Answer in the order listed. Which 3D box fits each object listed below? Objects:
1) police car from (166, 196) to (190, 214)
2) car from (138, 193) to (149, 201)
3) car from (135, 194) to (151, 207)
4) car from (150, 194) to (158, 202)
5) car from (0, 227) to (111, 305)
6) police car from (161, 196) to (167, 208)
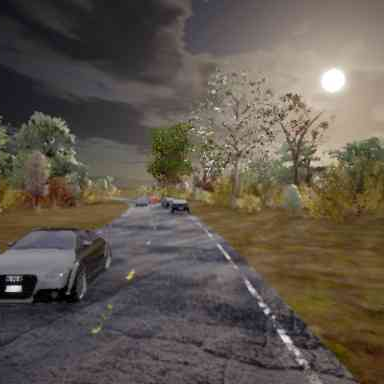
[{"bbox_3d":[-1.407,1.437,36.243,1.930,1.638,5.238,0,0,-7],"label":"police car"},{"bbox_3d":[-12.447,1.260,85.158,2.097,1.767,4.553,0,0,-17],"label":"car"},{"bbox_3d":[-7.638,1.531,50.796,1.837,1.490,4.892,0,0,-10],"label":"car"},{"bbox_3d":[-8.036,1.247,68.550,2.097,1.767,4.553,0,0,-14],"label":"car"},{"bbox_3d":[-3.291,1.571,8.032,1.994,1.385,4.181,0,0,-2],"label":"car"},{"bbox_3d":[-2.813,1.441,46.224,1.930,1.638,5.238,0,0,-9],"label":"police car"}]
